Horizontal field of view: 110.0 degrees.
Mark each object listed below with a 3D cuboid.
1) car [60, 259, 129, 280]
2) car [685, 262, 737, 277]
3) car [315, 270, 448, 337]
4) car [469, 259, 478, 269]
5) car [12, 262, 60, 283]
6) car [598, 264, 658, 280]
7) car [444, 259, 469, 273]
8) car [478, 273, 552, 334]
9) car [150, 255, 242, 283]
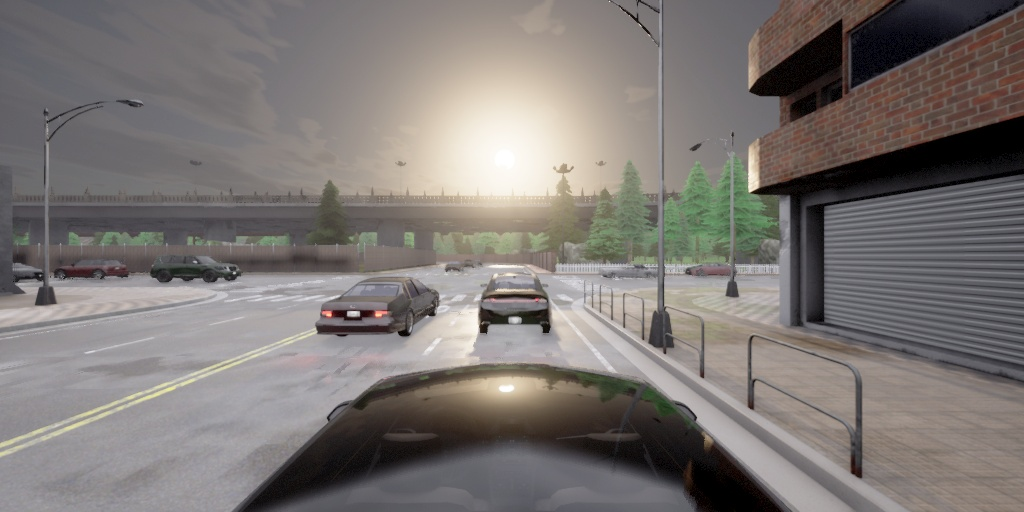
[{"bbox_3d":[-35.550,1.060,30.366,4.553,1.767,2.097,0,0,0],"label":"car"},{"bbox_3d":[18.478,1.272,33.438,4.181,1.385,1.994,0,0,5],"label":"car"},{"bbox_3d":[-3.429,1.301,10.271,2.033,1.411,5.357,0,0,0],"label":"car"},{"bbox_3d":[-7.176,1.280,59.454,1.837,1.490,4.892,0,0,0],"label":"car"},{"bbox_3d":[-37.457,1.212,26.663,4.892,1.490,1.837,0,0,0],"label":"car"},{"bbox_3d":[9.835,1.308,30.489,4.718,1.301,1.895,0,0,1],"label":"car"},{"bbox_3d":[-7.165,1.317,45.242,2.033,1.411,5.357,0,0,0],"label":"car"},{"bbox_3d":[0.075,1.246,10.592,2.128,1.511,4.902,0,0,0],"label":"car"},{"bbox_3d":[-23.454,0.928,26.709,5.566,2.045,2.150,0,0,0],"label":"car"}]
